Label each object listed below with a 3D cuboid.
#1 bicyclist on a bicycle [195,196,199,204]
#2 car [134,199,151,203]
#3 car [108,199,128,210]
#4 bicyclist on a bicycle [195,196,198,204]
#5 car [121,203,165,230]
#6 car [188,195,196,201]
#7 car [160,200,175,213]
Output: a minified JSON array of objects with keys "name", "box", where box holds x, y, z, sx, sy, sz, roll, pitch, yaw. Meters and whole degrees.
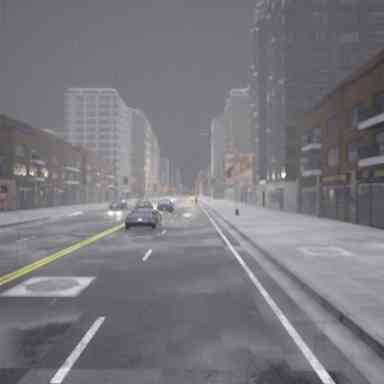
[{"name":"bicyclist on a bicycle","box":[0.909,1.675,63.190,0.866,1.612,1.509,0,-1,0]},{"name":"car","box":[-6.555,1.661,44.592,2.128,1.511,4.902,0,0,0]},{"name":"car","box":[-9.804,1.660,44.528,2.128,1.511,4.902,0,0,0]},{"name":"bicyclist on a bicycle","box":[0.914,1.725,71.889,0.582,1.620,1.656,0,-1,0]},{"name":"car","box":[-3.145,1.647,22.074,1.994,1.385,4.181,0,0,0]},{"name":"car","box":[0.025,1.781,90.648,1.882,1.535,5.008,0,0,0]},{"name":"car","box":[-3.139,1.676,40.048,1.812,1.442,4.674,0,0,0]}]
